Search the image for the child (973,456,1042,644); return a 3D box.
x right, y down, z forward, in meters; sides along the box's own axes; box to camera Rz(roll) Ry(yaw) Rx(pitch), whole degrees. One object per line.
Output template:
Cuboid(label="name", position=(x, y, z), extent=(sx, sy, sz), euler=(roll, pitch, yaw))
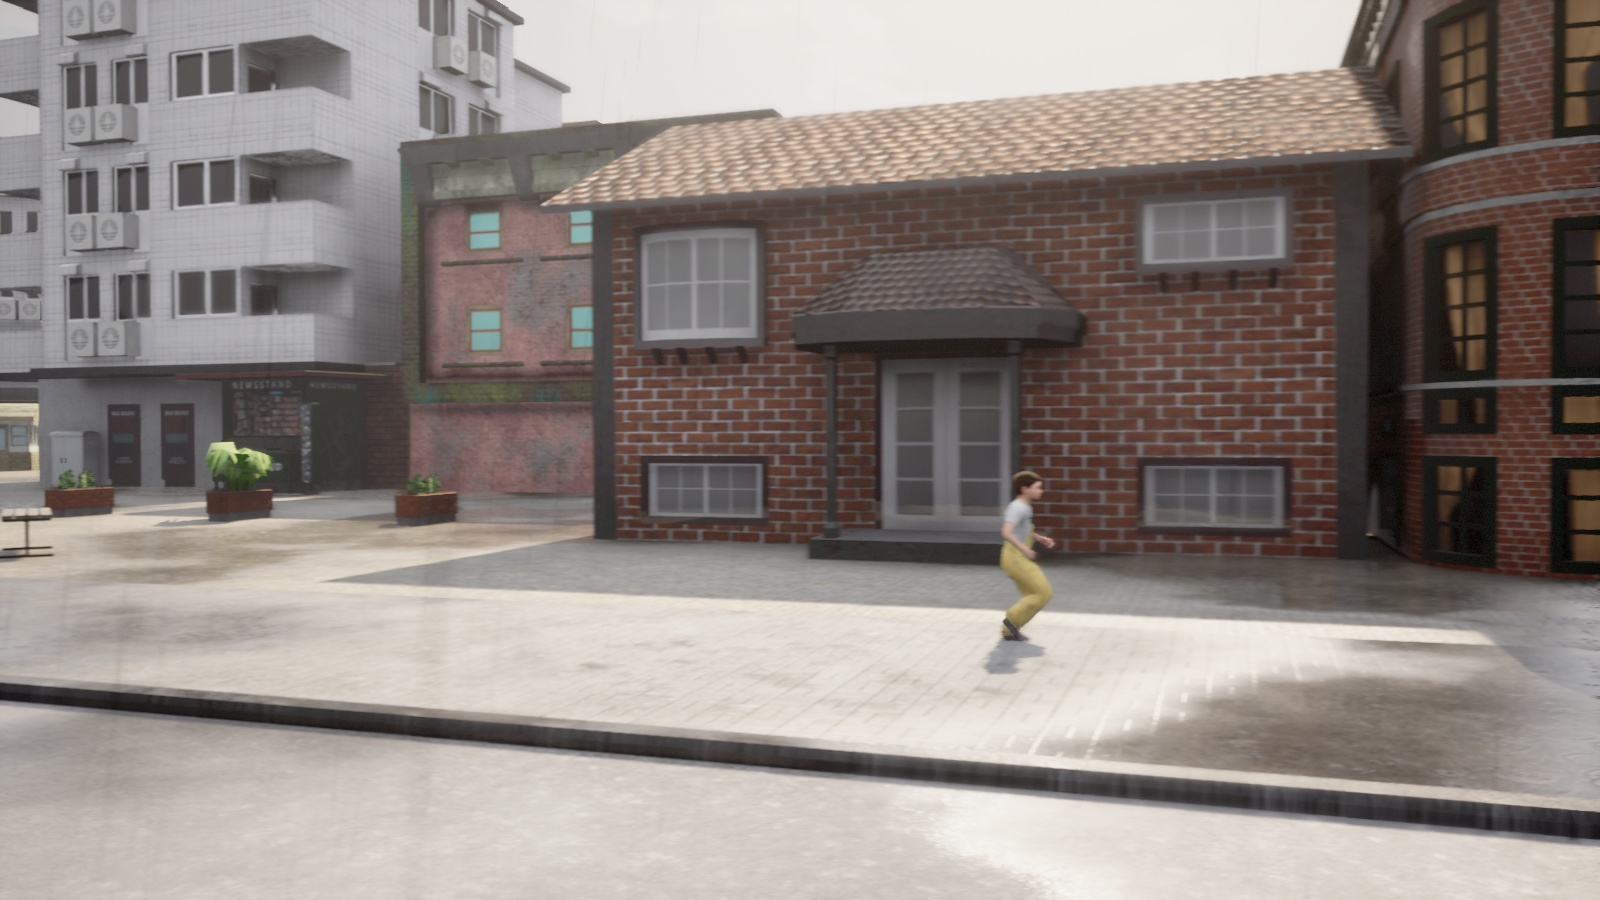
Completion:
Cuboid(label="child", position=(1.434, 0.681, 8.670), extent=(0.437, 1.263, 0.270), euler=(0, 1, 14))
